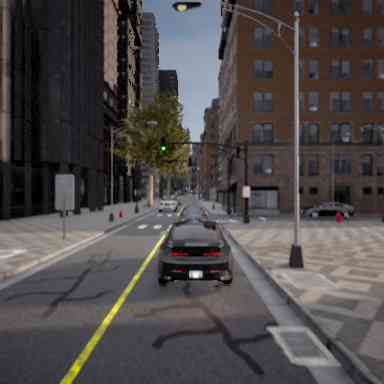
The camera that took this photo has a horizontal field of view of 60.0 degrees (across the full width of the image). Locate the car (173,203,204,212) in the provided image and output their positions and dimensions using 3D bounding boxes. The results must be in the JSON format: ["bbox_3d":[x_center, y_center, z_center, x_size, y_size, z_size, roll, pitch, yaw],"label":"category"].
[{"bbox_3d":[0.076,1.696,21.623,2.033,1.411,5.357,0,0,0],"label":"car"}]

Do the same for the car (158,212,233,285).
[{"bbox_3d":[0.088,1.572,9.719,1.837,1.490,4.892,0,0,0],"label":"car"}]

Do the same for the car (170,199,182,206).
[{"bbox_3d":[-3.047,2.001,63.690,1.994,1.385,4.181,0,0,1],"label":"car"}]

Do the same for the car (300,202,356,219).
[{"bbox_3d":[12.602,1.683,30.949,4.902,1.511,2.128,0,0,0],"label":"car"}]

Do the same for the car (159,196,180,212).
[{"bbox_3d":[-3.101,1.522,43.742,2.150,2.045,5.566,0,0,0],"label":"car"}]
